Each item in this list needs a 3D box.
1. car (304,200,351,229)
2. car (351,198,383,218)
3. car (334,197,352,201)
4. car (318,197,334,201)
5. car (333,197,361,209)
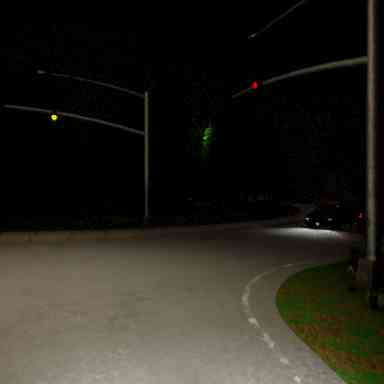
[{"bbox_3d":[9.168,1.502,21.629,2.033,1.411,5.357,0,0,41],"label":"car"},{"bbox_3d":[10.814,1.309,18.231,4.553,1.767,2.097,0,0,-45],"label":"car"},{"bbox_3d":[14.341,1.452,30.425,1.837,1.490,4.892,0,0,20],"label":"car"},{"bbox_3d":[16.711,1.416,40.873,1.882,1.535,5.008,0,0,8],"label":"car"},{"bbox_3d":[20.711,1.413,44.641,1.882,1.535,5.008,0,0,5],"label":"car"}]
